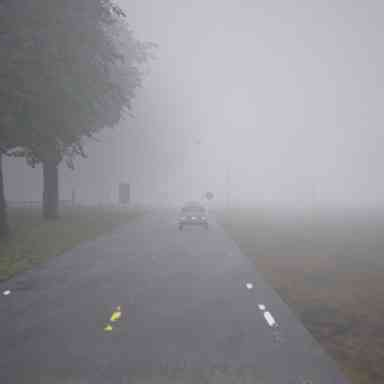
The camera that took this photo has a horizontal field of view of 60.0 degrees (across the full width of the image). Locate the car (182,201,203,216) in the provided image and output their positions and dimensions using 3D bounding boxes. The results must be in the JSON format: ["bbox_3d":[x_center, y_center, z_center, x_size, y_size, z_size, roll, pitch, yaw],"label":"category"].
[{"bbox_3d":[0.086,1.612,34.188,1.994,1.385,4.181,0,0,0],"label":"car"}]

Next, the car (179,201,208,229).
[{"bbox_3d":[0.097,1.560,21.727,2.033,1.411,5.357,0,0,0],"label":"car"}]
